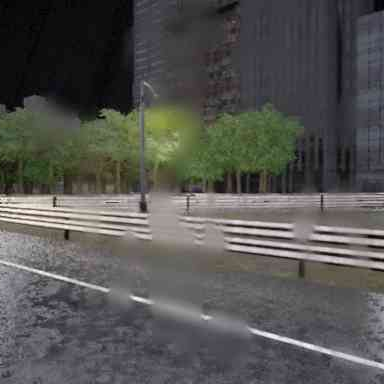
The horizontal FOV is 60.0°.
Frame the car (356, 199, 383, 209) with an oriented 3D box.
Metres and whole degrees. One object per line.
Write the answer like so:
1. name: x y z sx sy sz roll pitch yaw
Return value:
1. car: 17.604 0.847 31.224 4.181 1.385 1.994 0 0 -6
